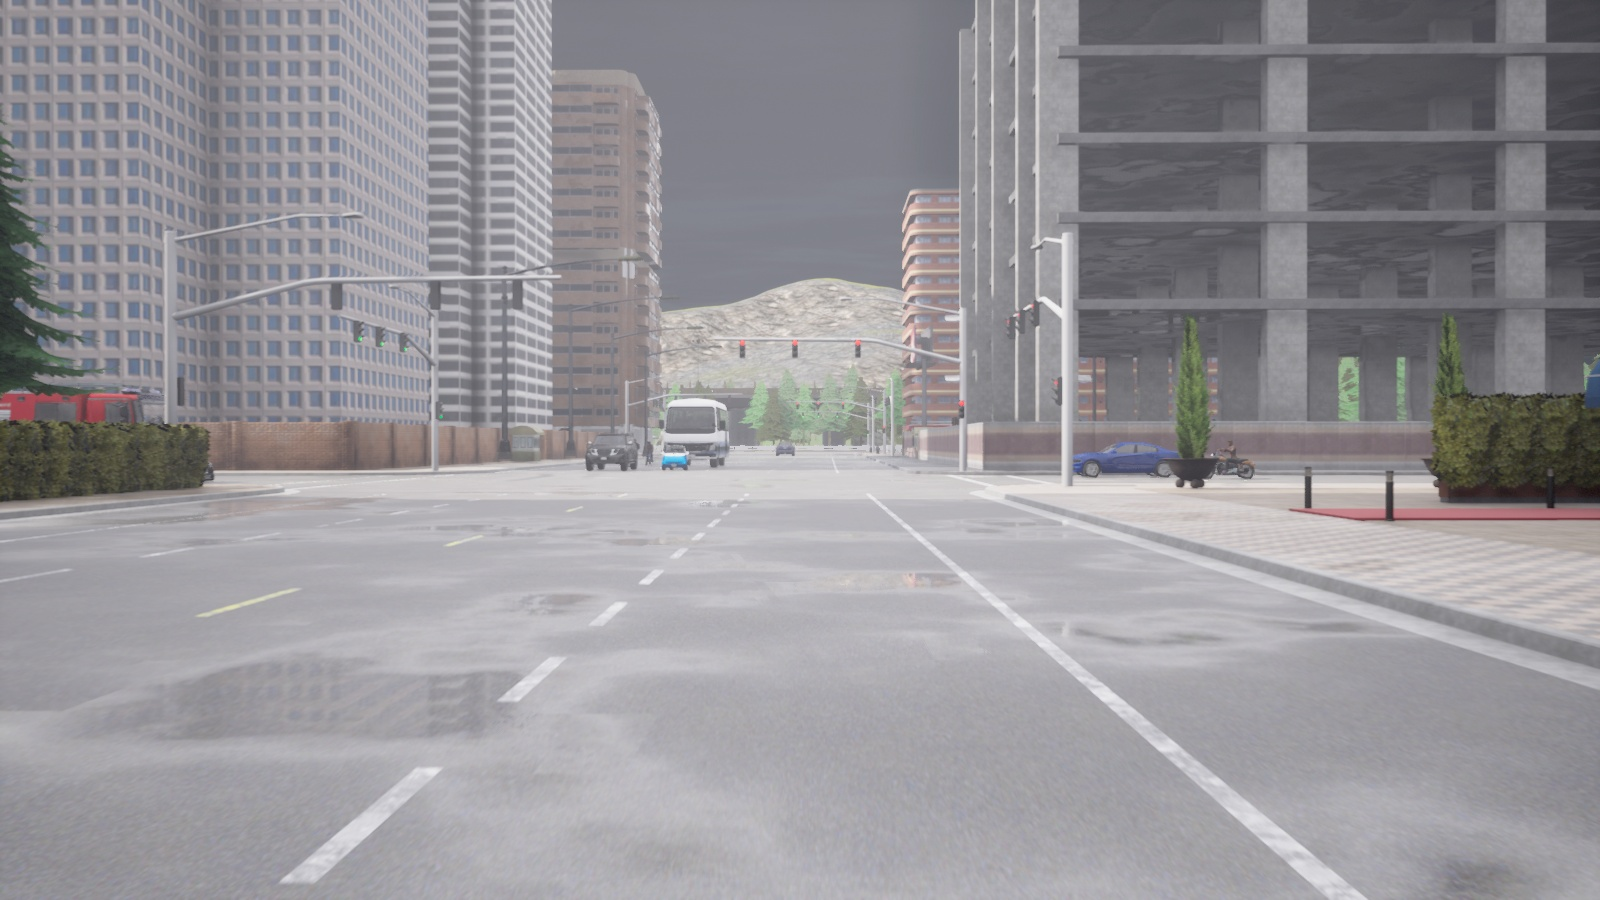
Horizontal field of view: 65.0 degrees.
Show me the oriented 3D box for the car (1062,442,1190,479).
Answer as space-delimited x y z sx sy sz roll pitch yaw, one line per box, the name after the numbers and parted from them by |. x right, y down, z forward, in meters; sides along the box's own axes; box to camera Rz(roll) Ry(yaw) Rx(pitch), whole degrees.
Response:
14.007 0.430 54.146 5.008 1.535 1.882 0 0 1 | car

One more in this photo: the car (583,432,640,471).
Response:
-10.256 0.070 68.670 2.150 2.045 5.566 0 0 1 | car

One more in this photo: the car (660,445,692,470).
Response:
-6.759 0.410 68.499 1.481 1.376 2.207 0 0 1 | car

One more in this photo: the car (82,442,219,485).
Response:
-22.764 0.445 44.096 3.806 1.475 1.970 0 0 1 | car

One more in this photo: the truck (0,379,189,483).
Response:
-28.111 -0.709 47.655 8.468 3.827 2.891 0 0 1 | truck

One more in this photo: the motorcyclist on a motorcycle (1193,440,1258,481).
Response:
17.130 0.426 50.608 2.350 1.649 0.766 0 0 1 | motorcyclist on a motorcycle

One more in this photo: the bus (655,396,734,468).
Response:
-6.521 -1.085 79.810 3.944 4.253 10.273 0 0 1 | bus
